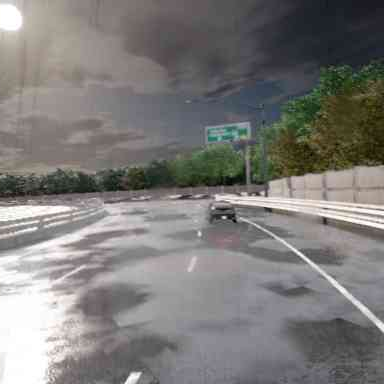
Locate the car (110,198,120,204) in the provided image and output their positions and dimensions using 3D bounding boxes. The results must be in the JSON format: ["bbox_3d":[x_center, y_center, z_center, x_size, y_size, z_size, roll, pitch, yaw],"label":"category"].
[{"bbox_3d":[-20.310,2.262,85.951,1.994,1.385,4.181,-3,0,-38],"label":"car"}]

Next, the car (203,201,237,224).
[{"bbox_3d":[1.967,1.378,23.696,1.837,1.490,4.892,-2,0,-2],"label":"car"}]

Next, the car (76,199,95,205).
[{"bbox_3d":[-26.347,2.503,82.346,1.812,1.442,4.674,-3,0,-38],"label":"car"}]

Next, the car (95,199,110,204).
[{"bbox_3d":[-23.157,2.391,83.920,1.994,1.385,4.181,-3,0,-38],"label":"car"}]
